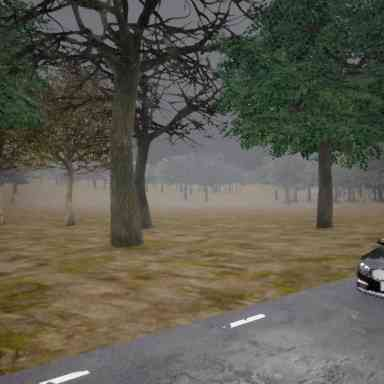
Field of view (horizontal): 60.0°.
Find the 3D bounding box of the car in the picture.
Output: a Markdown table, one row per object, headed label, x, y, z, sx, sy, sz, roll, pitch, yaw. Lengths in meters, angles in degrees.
| label | x | y | z | sx | sy | sz | roll | pitch | yaw |
| --- | --- | --- | --- | --- | --- | --- | --- | --- | --- |
| car | 5.609 | 1.498 | 7.535 | 4.902 | 1.511 | 2.128 | 0 | 0 | -37 |
